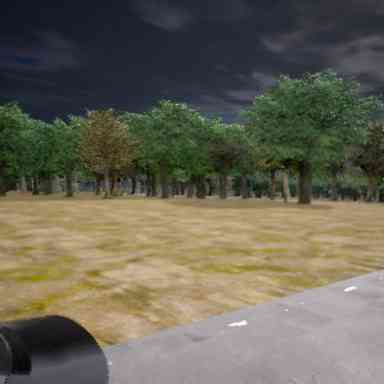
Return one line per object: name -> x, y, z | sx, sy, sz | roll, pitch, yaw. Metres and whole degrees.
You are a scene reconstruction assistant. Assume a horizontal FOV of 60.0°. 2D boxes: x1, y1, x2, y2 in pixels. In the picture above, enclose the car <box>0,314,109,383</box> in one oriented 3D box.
car -> -2.783, 1.478, 1.269 | 5.008, 1.535, 1.882 | 0, 0, -36
